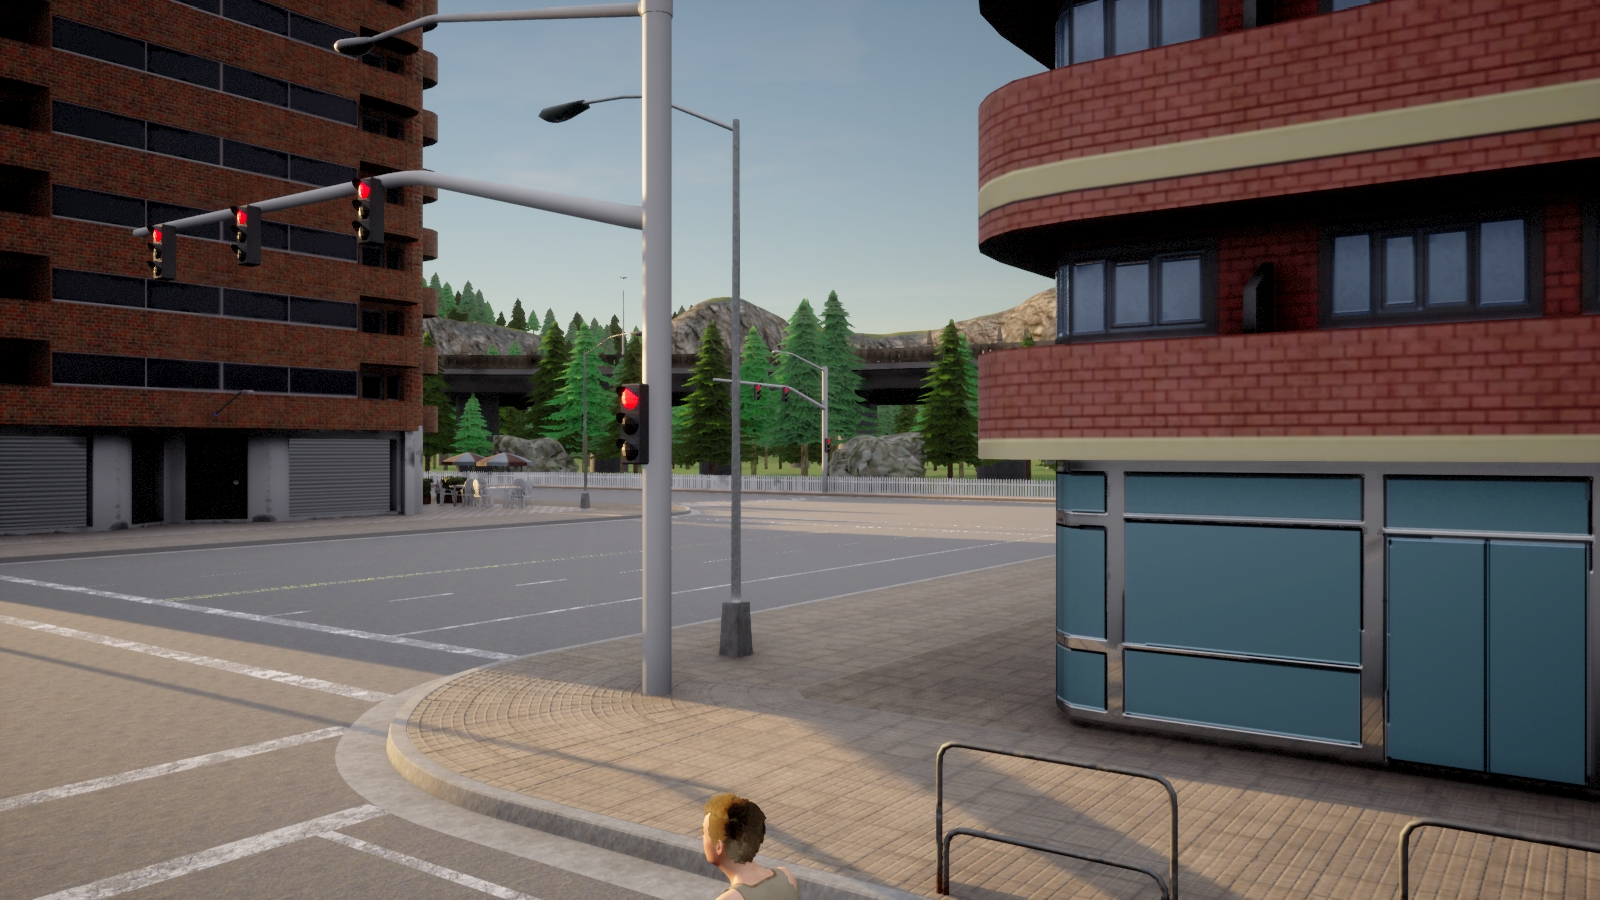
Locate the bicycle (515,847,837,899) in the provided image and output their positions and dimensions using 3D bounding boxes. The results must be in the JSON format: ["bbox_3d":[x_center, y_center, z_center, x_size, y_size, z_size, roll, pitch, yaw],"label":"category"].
[{"bbox_3d":[-0.301,2.233,4.022,1.487,1.126,0.859,0,0,35],"label":"bicycle"}]

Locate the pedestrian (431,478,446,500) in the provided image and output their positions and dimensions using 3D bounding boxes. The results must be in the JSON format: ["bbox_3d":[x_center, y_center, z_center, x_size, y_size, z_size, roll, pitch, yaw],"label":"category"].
[{"bbox_3d":[-18.641,2.019,58.912,0.500,1.100,0.500,0,0,35],"label":"pedestrian"}]
